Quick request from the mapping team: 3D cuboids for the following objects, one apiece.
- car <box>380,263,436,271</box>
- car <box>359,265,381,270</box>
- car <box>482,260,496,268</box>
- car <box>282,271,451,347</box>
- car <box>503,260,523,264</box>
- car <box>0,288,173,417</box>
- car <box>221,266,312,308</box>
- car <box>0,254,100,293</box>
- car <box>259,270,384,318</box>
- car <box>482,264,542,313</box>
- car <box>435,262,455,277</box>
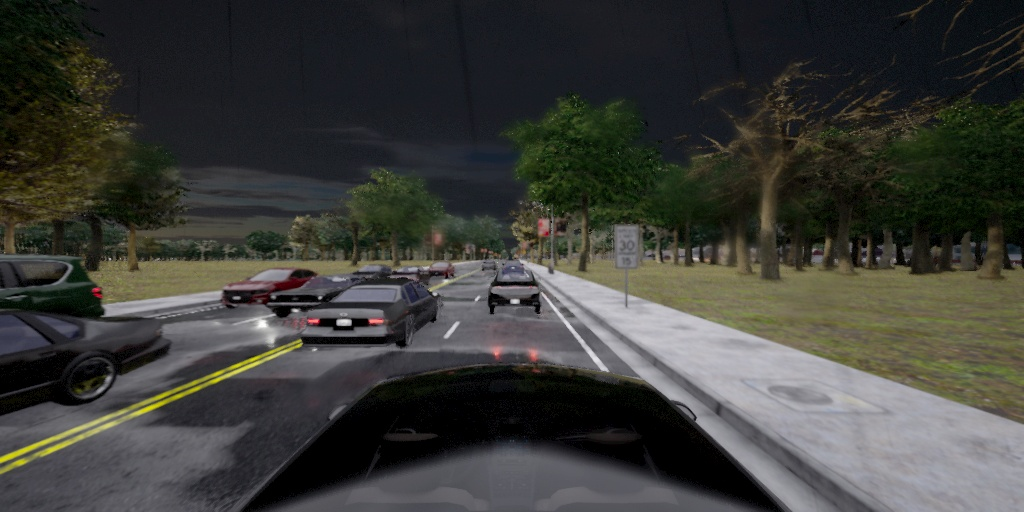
[{"bbox_3d":[-6.563,1.330,23.156,1.994,1.385,4.181,0,0,1],"label":"car"},{"bbox_3d":[-9.797,1.316,25.623,2.033,1.411,5.357,0,0,0],"label":"car"},{"bbox_3d":[-3.162,1.294,50.154,2.128,1.511,4.902,0,0,0],"label":"car"},{"bbox_3d":[-3.149,1.301,9.251,2.033,1.411,5.357,0,0,0],"label":"car"},{"bbox_3d":[0.097,1.134,35.700,2.097,1.767,4.553,0,0,0],"label":"car"},{"bbox_3d":[-6.599,1.298,3.551,2.033,1.411,5.357,0,0,0],"label":"car"},{"bbox_3d":[-9.841,1.236,15.335,1.882,1.535,5.008,0,0,0],"label":"car"},{"bbox_3d":[-9.835,0.972,5.348,2.150,2.045,5.566,0,0,0],"label":"car"},{"bbox_3d":[-6.594,1.357,13.144,1.895,1.301,4.718,0,0,0],"label":"car"},{"bbox_3d":[0.099,1.249,13.993,2.128,1.511,4.902,0,0,0],"label":"car"},{"bbox_3d":[-6.503,1.256,33.408,1.882,1.535,5.008,0,0,0],"label":"car"}]
